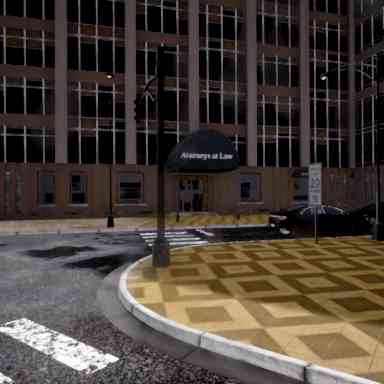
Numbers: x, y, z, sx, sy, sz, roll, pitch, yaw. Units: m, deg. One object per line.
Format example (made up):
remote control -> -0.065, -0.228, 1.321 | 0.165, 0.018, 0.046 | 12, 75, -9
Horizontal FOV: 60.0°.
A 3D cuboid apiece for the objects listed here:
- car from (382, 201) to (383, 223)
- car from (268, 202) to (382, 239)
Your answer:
car -> 11.547, 1.310, 20.184 | 4.674, 1.442, 1.812 | 0, 0, -14
car -> 6.075, 1.309, 15.896 | 4.902, 1.511, 2.128 | 0, 0, -14
